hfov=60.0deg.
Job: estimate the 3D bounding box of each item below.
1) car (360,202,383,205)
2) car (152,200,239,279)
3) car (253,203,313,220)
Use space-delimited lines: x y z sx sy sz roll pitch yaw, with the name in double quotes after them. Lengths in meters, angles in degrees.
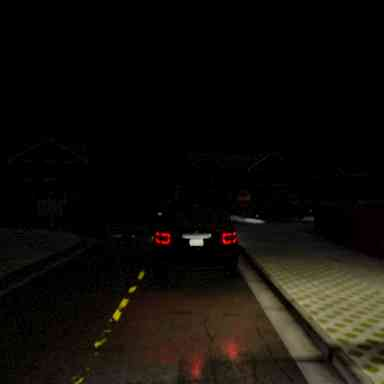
17.963 1.783 33.419 4.902 1.511 2.128 1 0 -20 "car"
0.049 1.244 10.239 2.150 2.045 5.566 0 0 -1 "car"
8.170 1.724 29.833 5.357 1.411 2.033 1 0 -21 "car"
